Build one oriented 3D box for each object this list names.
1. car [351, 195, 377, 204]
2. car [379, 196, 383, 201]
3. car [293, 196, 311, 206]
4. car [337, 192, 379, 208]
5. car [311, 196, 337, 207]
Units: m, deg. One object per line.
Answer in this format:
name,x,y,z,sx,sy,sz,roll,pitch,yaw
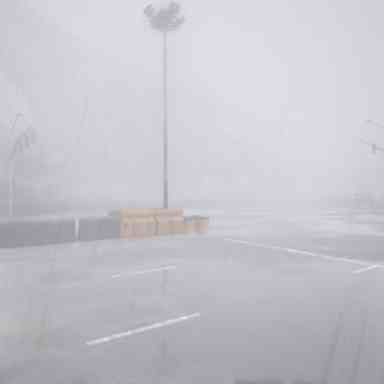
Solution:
car,31.542,1.283,60.886,4.902,1.511,2.128,0,0,-35
car,34.670,1.326,58.816,5.357,1.411,2.033,0,0,-35
car,17.370,1.379,50.846,4.674,1.442,1.812,-1,0,-36
car,23.222,1.058,46.428,5.566,2.045,2.150,-2,1,-35
car,20.200,1.340,48.568,4.902,1.511,2.128,0,0,-35
